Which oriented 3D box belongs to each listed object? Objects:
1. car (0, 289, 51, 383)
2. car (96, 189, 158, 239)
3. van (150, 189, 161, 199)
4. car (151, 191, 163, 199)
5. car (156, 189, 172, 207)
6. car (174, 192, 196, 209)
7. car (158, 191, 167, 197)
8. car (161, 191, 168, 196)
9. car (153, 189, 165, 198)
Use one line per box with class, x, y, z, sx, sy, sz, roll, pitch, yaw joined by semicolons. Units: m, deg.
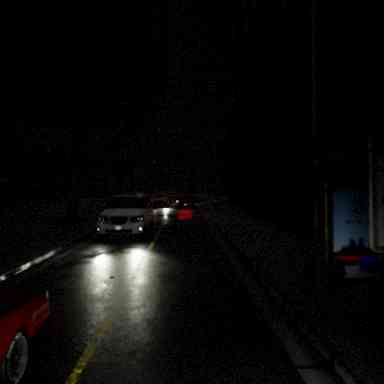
car;-2.875;1.611;2.491;1.895;1.301;4.718;0;0;-2
car;-3.201;1.091;16.969;2.150;2.045;5.566;0;2;-1
van;-6.747;0.354;61.876;1.690;1.788;3.998;1;0;-1
car;-6.834;0.538;65.197;2.008;1.369;4.403;1;0;-1
car;-3.563;0.825;37.178;1.882;1.535;5.008;0;2;-1
car;-0.710;0.907;35.261;1.837;1.490;4.892;0;2;-1
car;-7.221;0.422;80.757;1.887;1.381;4.507;1;0;-1
car;-7.485;0.401;91.335;1.802;1.307;4.206;1;0;-1
car;-6.952;0.264;70.179;2.192;1.841;5.009;1;0;-1
